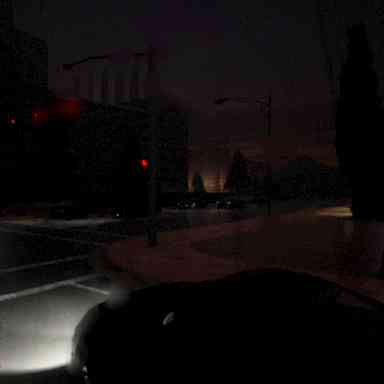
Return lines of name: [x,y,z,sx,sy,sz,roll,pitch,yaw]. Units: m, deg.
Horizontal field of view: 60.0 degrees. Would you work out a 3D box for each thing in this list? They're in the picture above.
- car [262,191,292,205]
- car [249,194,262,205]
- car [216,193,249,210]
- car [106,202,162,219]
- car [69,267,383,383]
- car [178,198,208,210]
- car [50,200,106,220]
car: [14.214,0.825,55.308,2.150,2.045,5.566,0,0,36]
car: [11.400,1.586,57.390,2.033,1.411,5.357,0,0,36]
car: [4.973,1.337,42.748,2.097,1.767,4.553,0,0,36]
car: [-4.837,1.586,29.265,1.895,1.301,4.718,0,0,36]
car: [0.583,1.563,3.585,4.181,1.385,1.994,0,0,35]
car: [0.175,1.487,42.109,1.837,1.490,4.892,0,0,36]
car: [-9.640,1.460,28.624,1.882,1.535,5.008,0,0,36]
